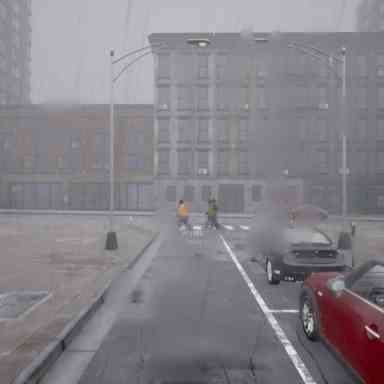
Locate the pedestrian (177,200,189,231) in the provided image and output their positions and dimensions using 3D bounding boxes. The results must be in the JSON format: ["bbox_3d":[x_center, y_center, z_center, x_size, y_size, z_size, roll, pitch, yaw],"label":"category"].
[{"bbox_3d":[-0.493,1.298,18.617,0.375,1.860,0.375,0,0,0],"label":"pedestrian"}]

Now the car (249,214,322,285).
[{"bbox_3d":[2.693,1.553,9.274,2.008,1.369,4.403,0,0,0],"label":"car"}]

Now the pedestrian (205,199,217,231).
[{"bbox_3d":[1.085,1.298,19.203,0.375,1.860,0.375,0,0,0],"label":"pedestrian"}]

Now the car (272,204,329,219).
[{"bbox_3d":[9.160,1.770,28.326,4.674,1.442,1.812,1,0,1],"label":"car"}]

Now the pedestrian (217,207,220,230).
[{"bbox_3d":[1.319,1.301,19.807,0.375,1.860,0.375,0,0,0],"label":"pedestrian"}]

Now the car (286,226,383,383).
[{"bbox_3d":[2.664,1.441,3.771,1.967,1.590,4.097,0,0,0],"label":"car"}]
